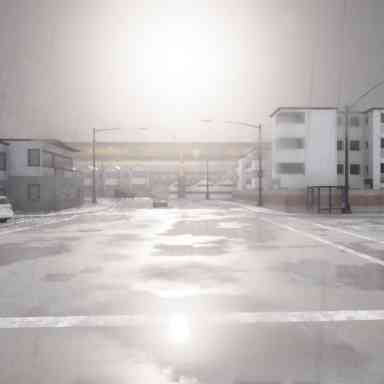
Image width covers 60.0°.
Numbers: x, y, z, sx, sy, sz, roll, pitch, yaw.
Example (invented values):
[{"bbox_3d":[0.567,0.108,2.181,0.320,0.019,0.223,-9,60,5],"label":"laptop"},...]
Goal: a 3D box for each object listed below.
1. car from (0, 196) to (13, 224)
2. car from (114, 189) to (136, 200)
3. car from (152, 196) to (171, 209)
[{"bbox_3d":[-15.504,1.338,23.717,5.566,2.045,2.150,-1,0,17],"label":"car"},{"bbox_3d":[-13.090,0.377,64.373,2.150,2.045,5.566,1,0,-41],"label":"car"},{"bbox_3d":[-3.720,1.263,40.423,1.837,1.490,4.892,2,1,-4],"label":"car"}]
